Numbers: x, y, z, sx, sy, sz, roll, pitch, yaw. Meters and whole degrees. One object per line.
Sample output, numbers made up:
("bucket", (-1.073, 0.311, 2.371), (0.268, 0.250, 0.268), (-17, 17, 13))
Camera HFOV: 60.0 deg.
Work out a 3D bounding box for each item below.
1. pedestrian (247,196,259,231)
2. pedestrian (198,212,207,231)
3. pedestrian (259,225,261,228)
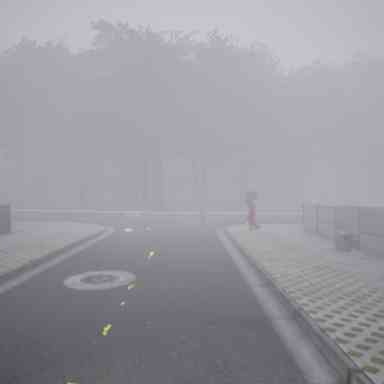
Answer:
("pedestrian", (3.095, 1.090, 17.252), (0.375, 1.860, 0.375), (-1, 2, 0))
("pedestrian", (0.623, 1.619, 18.452), (0.500, 1.100, 0.500), (-1, 2, 0))
("pedestrian", (3.355, 1.089, 17.854), (0.375, 1.860, 0.375), (-1, 2, 0))
